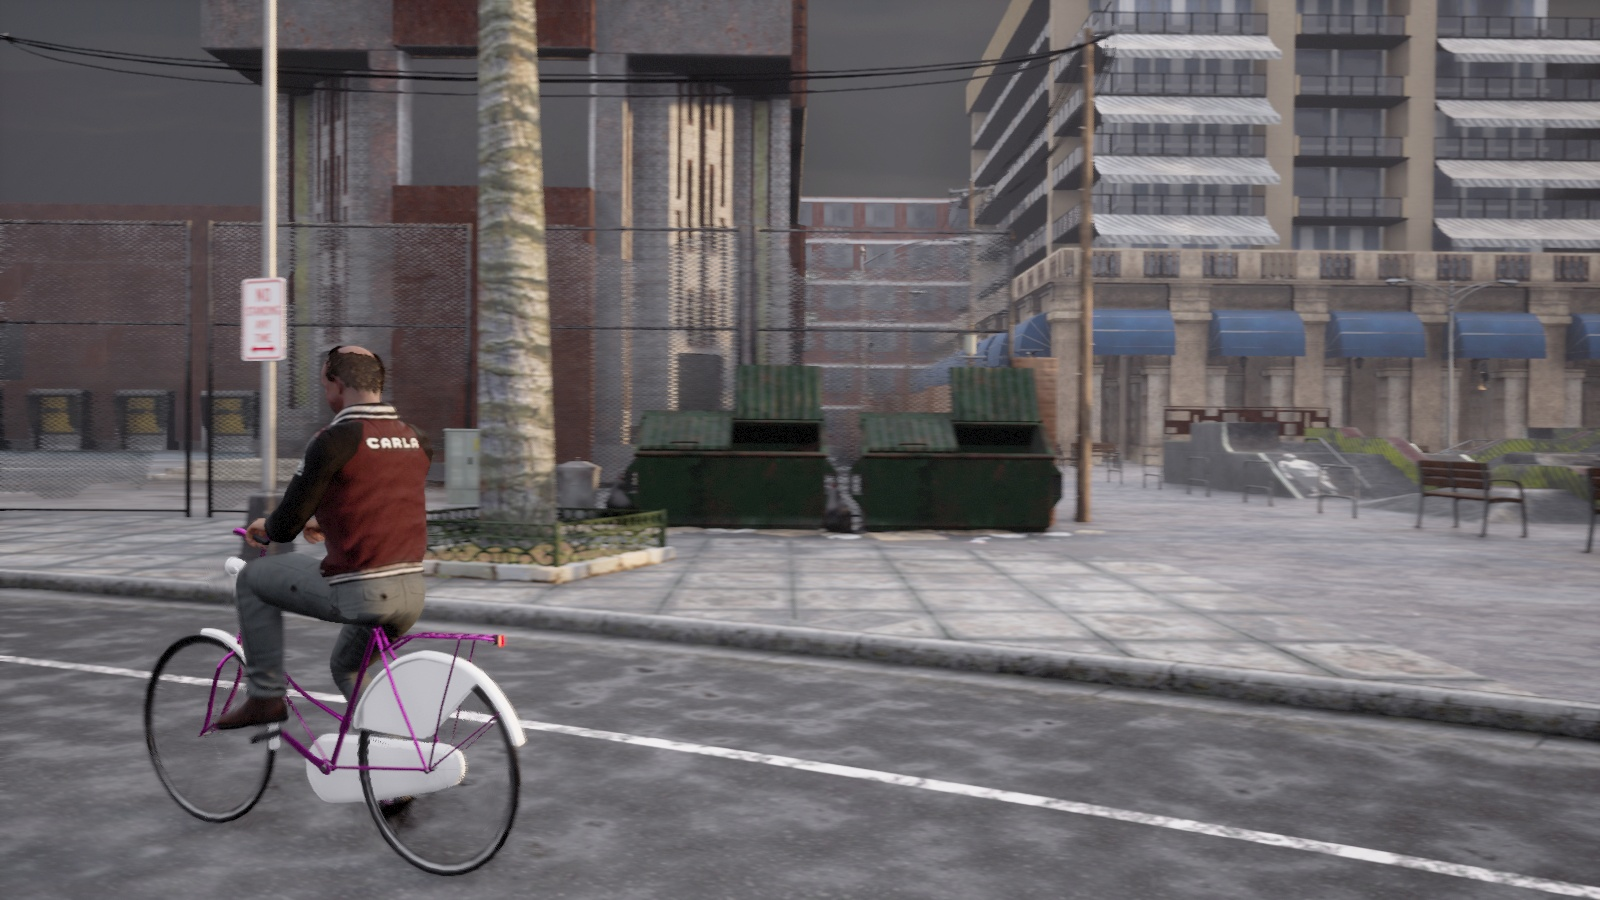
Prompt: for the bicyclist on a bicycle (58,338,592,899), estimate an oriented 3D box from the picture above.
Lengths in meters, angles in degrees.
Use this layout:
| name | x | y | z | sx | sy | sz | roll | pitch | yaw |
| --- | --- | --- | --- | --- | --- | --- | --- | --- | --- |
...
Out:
| name | x | y | z | sx | sy | sz | roll | pitch | yaw |
| --- | --- | --- | --- | --- | --- | --- | --- | --- | --- |
| bicyclist on a bicycle | -1.684 | 0.554 | 4.385 | 1.843 | 1.776 | 0.659 | 0 | 1 | 28 |
